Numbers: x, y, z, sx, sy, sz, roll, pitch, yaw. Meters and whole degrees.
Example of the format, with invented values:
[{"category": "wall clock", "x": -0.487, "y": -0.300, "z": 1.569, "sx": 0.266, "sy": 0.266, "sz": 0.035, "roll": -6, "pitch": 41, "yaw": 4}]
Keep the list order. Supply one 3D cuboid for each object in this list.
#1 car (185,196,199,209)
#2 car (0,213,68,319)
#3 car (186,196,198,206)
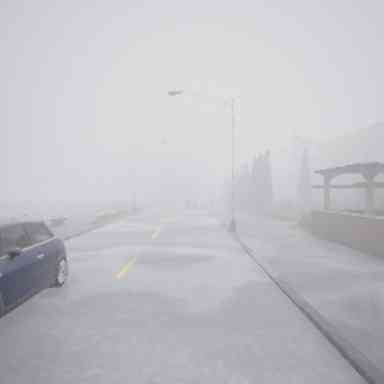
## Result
[{"category": "car", "x": -0.007, "y": 1.633, "z": 49.082, "sx": 1.882, "sy": 1.535, "sz": 5.008, "roll": 0, "pitch": 0, "yaw": 0}, {"category": "car", "x": -4.097, "y": 1.372, "z": 6.290, "sx": 2.097, "sy": 1.767, "sz": 4.553, "roll": 0, "pitch": 0, "yaw": 0}, {"category": "car", "x": -0.009, "y": 1.540, "z": 59.472, "sx": 2.097, "sy": 1.767, "sz": 4.553, "roll": 0, "pitch": 0, "yaw": 0}]
